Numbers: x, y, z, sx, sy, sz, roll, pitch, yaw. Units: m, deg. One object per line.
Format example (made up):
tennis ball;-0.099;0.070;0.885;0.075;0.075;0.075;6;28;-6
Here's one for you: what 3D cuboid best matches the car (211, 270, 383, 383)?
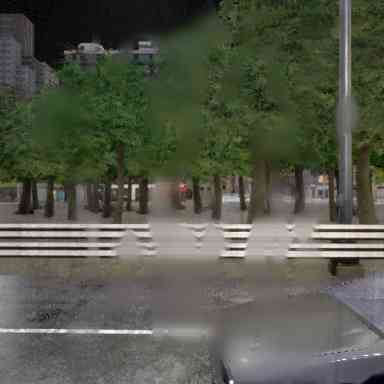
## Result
car;2.892;1.547;3.493;5.357;1.411;2.033;0;0;1
